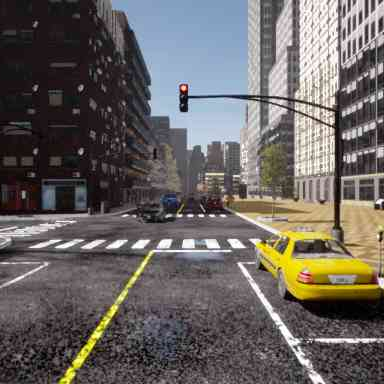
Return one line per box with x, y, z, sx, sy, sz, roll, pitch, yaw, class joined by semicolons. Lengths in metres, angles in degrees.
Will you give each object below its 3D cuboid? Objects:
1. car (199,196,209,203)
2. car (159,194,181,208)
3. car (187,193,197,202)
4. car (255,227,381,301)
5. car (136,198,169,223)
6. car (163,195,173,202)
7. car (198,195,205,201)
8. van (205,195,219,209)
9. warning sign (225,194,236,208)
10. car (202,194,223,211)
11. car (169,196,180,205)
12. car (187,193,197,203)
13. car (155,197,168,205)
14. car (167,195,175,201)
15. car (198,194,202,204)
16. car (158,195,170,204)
2.656;1.612;73.652;1.887;1.381;4.507;0;0;0;car
-3.127;1.249;48.809;2.150;2.045;5.566;0;0;0;car
-0.032;1.218;79.716;2.150;2.045;5.566;0;0;0;car
2.683;1.526;8.250;1.752;1.417;4.829;0;0;0;car
-3.115;1.539;26.304;1.837;1.490;4.892;0;0;0;car
-5.727;1.518;79.176;1.967;1.590;4.097;0;0;0;car
2.649;1.627;90.402;1.752;1.417;4.829;0;0;0;car
2.666;1.365;46.019;1.690;1.788;3.998;0;0;0;van
5.054;1.136;43.750;1.300;1.860;1.060;0;0;0;warning sign
2.669;1.333;40.493;2.192;1.841;5.009;0;0;0;car
-3.096;1.570;60.339;1.812;1.442;4.674;0;0;0;car
-0.029;1.565;69.268;1.837;1.490;4.892;0;0;0;car
-5.720;1.593;62.595;1.887;1.381;4.507;0;0;0;car
-5.731;1.626;90.059;1.752;1.417;4.829;0;0;0;car
2.659;1.363;62.598;2.192;1.841;5.009;0;0;0;car
-5.723;1.498;68.122;1.967;1.590;4.097;0;0;0;car
